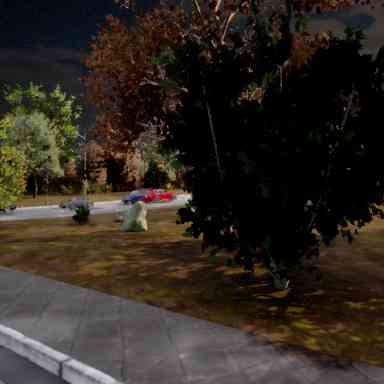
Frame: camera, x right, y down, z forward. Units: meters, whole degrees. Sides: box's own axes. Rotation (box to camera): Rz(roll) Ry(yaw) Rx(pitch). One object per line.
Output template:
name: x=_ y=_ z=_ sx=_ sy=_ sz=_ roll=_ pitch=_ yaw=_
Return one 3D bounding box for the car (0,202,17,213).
car: x=-21.005 y=1.533 z=34.658 sx=2.128 sy=1.511 sz=4.902 roll=0 pitch=1 yaw=39

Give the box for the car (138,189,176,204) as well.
car: x=-4.720 y=0.579 z=48.836 sx=2.150 sy=2.045 sz=5.566 roll=0 pitch=3 yaw=40

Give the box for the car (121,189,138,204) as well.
car: x=-8.092 y=0.627 z=50.555 sx=2.150 sy=2.045 sz=5.566 roll=0 pitch=3 yaw=40

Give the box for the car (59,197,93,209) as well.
car: x=-14.742 y=1.385 z=42.386 sx=1.994 sy=1.385 sz=4.181 roll=0 pitch=2 yaw=38
